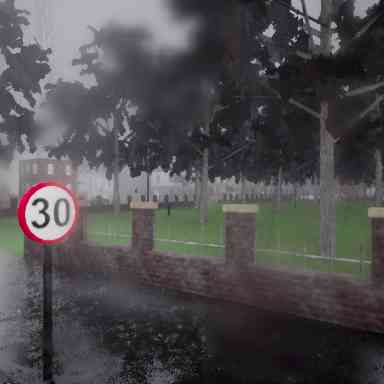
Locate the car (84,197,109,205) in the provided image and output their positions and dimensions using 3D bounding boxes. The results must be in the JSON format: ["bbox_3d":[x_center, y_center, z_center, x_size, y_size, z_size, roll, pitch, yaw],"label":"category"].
[{"bbox_3d":[-14.814,1.492,50.471,2.128,1.511,4.902,0,0,35],"label":"car"}]
